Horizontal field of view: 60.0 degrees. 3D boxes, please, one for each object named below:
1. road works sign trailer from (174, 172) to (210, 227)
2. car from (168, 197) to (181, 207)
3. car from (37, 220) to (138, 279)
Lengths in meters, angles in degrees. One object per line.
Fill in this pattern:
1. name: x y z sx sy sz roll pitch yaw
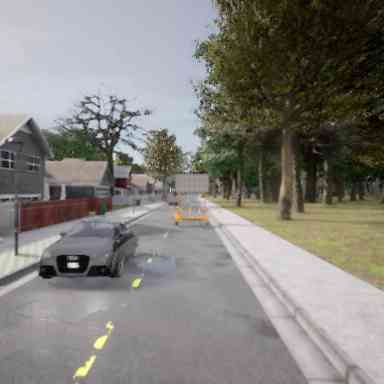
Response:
1. road works sign trailer: 0.007 0.468 22.536 2.380 3.560 2.880 0 0 0
2. car: -2.789 1.527 53.377 1.837 1.490 4.892 0 0 0
3. car: -2.847 1.564 9.944 1.994 1.385 4.181 0 0 0
